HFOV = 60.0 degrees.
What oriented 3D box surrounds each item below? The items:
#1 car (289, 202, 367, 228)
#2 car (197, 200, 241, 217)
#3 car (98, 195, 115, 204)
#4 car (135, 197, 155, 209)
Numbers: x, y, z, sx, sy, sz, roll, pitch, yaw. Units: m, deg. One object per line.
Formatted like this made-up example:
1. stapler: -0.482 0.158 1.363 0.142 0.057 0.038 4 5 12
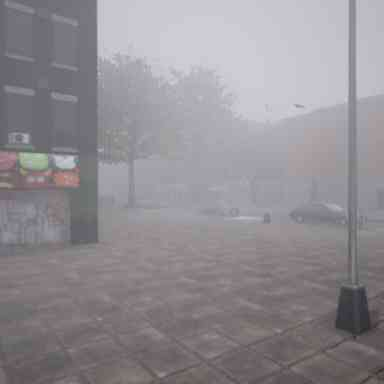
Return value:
1. car: 8.130 1.333 20.316 1.812 1.442 4.674 0 0 -35
2. car: 2.268 1.354 28.581 1.994 1.385 4.181 0 0 -35
3. car: -15.076 1.254 58.078 1.837 1.490 4.892 0 0 -35
4. car: -6.273 1.304 40.636 1.812 1.442 4.674 0 0 -35
